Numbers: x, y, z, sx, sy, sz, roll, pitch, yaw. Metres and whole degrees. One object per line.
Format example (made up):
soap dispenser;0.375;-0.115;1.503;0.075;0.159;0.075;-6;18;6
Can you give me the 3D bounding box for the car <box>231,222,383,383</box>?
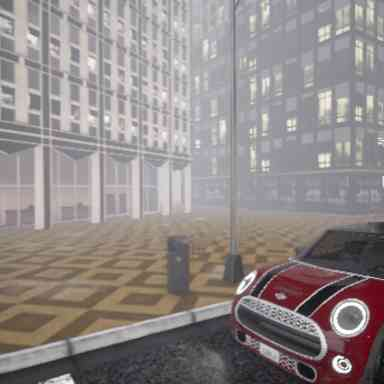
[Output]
car;2.794;1.322;5.225;4.553;1.767;2.097;0;0;-34
